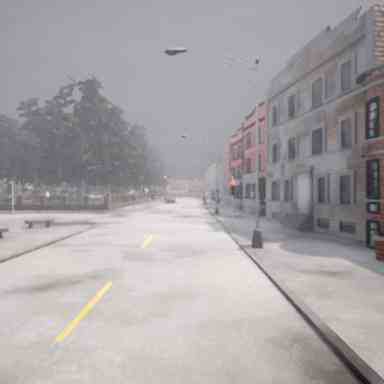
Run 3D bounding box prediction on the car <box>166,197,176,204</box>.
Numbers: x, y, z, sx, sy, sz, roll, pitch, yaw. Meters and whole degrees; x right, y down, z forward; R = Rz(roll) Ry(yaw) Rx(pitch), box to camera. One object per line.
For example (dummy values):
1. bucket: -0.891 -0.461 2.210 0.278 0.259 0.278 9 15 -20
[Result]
1. car: -4.148 1.633 65.839 2.033 1.411 5.357 0 0 0
